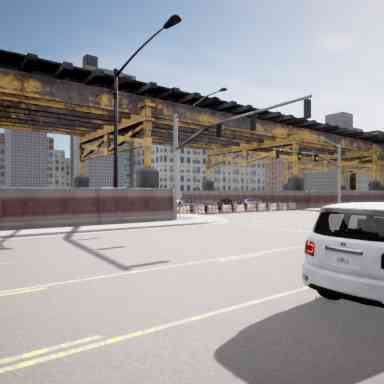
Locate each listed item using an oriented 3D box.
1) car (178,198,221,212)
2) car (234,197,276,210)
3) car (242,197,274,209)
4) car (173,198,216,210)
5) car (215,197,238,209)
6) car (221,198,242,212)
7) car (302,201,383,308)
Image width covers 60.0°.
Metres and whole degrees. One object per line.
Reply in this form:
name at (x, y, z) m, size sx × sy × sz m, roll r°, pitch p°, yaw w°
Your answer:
car at (0.381, 1.453, 36.549) m, size 4.974 × 1.542 × 2.038 m, roll 0°, pitch 0°, yaw 8°
car at (8.052, 1.453, 42.975) m, size 4.974 × 1.542 × 2.038 m, roll 0°, pitch 0°, yaw -7°
car at (8.000, 1.295, 42.969) m, size 4.536 × 1.218 × 1.853 m, roll 0°, pitch 0°, yaw -7°
car at (0.330, 1.295, 36.556) m, size 4.536 × 1.218 × 1.853 m, roll 0°, pitch 0°, yaw 8°
car at (4.148, 1.295, 39.275) m, size 1.853 × 1.218 × 4.536 m, roll 0°, pitch 0°, yaw 18°
car at (4.133, 1.453, 39.225) m, size 2.038 × 1.542 × 4.974 m, roll 0°, pitch 0°, yaw 18°
car at (4.732, 1.221, 7.133) m, size 5.566 × 2.045 × 2.150 m, roll 0°, pitch 0°, yaw -35°
